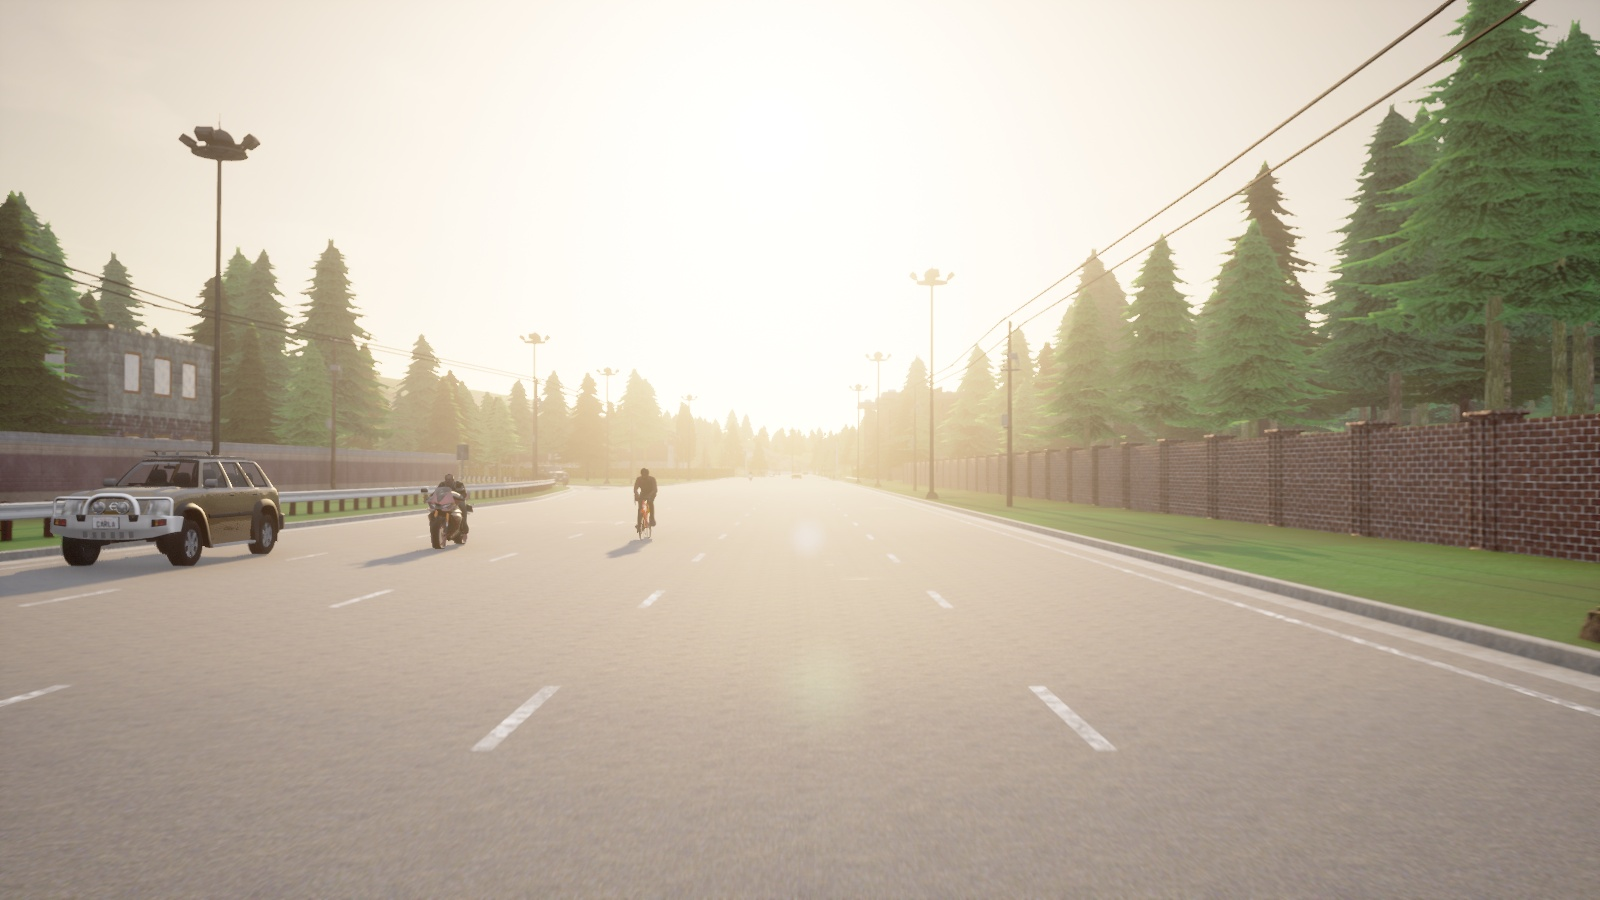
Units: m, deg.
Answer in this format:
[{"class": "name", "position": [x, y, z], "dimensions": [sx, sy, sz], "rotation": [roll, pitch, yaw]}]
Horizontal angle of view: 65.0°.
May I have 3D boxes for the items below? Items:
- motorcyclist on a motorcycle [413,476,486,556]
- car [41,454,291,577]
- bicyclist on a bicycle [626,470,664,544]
[{"class": "motorcyclist on a motorcycle", "position": [-7.061, 1.303, 25.379], "dimensions": [0.866, 1.530, 2.191], "rotation": [0, -1, 0]}, {"class": "car", "position": [-10.552, 1.031, 21.355], "dimensions": [1.932, 1.855, 4.605], "rotation": [0, -1, 0]}, {"class": "bicyclist on a bicycle", "position": [-3.482, 1.255, 28.309], "dimensions": [0.582, 1.620, 1.656], "rotation": [0, -1, 2]}]
